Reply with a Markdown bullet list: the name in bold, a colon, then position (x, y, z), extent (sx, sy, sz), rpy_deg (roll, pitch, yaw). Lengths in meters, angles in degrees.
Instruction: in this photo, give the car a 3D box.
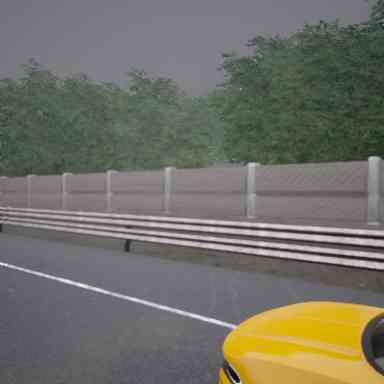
- **car**: position (2.539, 1.483, 2.194), extent (5.008, 1.535, 1.882), rpy_deg (0, 0, 35)
